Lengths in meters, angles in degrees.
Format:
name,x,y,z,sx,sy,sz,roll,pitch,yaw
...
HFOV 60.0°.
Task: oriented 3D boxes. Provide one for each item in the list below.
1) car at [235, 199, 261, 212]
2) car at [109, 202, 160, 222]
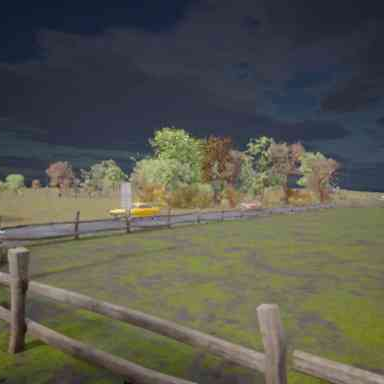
name,x,y,z,sx,sy,sz,roll,pitch,yaw
car,7.809,1.835,46.195,2.097,1.767,4.553,1,0,35
car,-4.775,1.662,28.217,1.882,1.535,5.008,1,0,35
